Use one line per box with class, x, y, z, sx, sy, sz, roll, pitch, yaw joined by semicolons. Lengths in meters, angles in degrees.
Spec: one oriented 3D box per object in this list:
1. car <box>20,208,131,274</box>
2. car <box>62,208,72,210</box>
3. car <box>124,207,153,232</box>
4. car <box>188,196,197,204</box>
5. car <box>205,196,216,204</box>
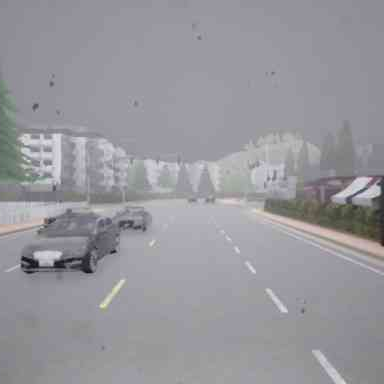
car;-3.589;1.493;10.664;2.128;1.511;4.902;0;0;0
car;-7.007;1.615;19.838;1.895;1.301;4.718;0;0;0
car;-3.507;1.577;19.869;1.994;1.385;4.181;0;0;0
car;0.087;1.494;66.439;1.837;1.490;4.892;0;0;-2
car;3.588;1.480;66.441;1.882;1.535;5.008;0;0;-2
